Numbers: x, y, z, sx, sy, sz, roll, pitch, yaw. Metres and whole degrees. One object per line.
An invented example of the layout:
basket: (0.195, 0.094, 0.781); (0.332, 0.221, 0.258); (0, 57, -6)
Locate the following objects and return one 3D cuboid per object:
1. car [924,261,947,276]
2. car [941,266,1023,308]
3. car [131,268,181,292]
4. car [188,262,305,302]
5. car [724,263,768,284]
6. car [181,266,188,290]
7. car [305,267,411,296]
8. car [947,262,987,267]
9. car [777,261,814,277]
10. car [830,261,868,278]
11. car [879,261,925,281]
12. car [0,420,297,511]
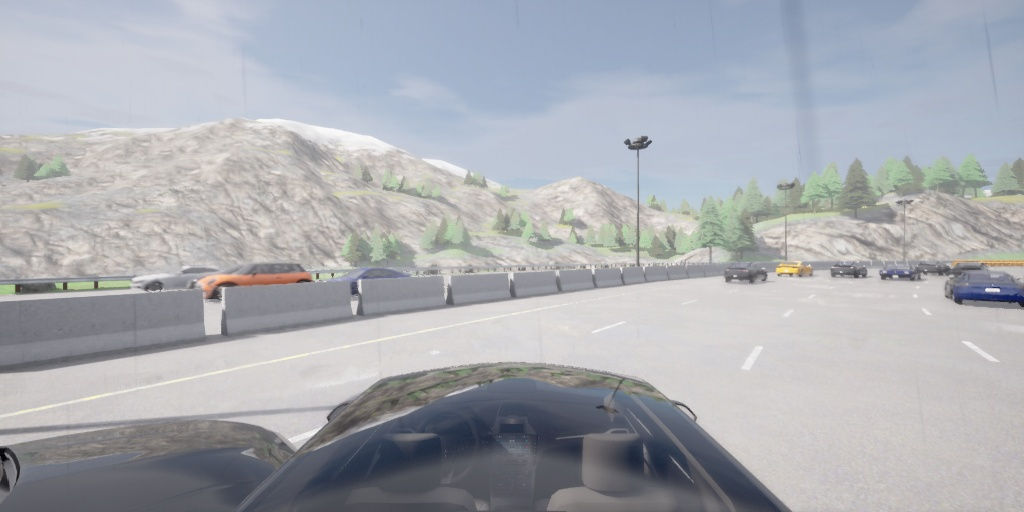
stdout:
car: (43.308, 1.242, 36.891); (4.902, 1.511, 2.128); (0, 0, -31)
car: (20.317, 1.314, 15.423); (4.181, 1.385, 1.994); (0, 0, -43)
car: (-18.288, 1.276, 20.398); (1.812, 1.442, 4.674); (0, 0, 39)
car: (-12.011, 1.102, 16.999); (2.097, 1.767, 4.553); (0, 0, 40)
car: (17.824, 1.241, 27.253); (4.902, 1.511, 2.128); (0, 0, -41)
car: (-14.449, 1.255, 19.561); (1.837, 1.490, 4.892); (0, 0, 40)
car: (-7.062, 1.276, 17.473); (1.812, 1.442, 4.674); (0, 0, 41)
car: (35.775, 1.252, 27.914); (4.892, 1.490, 1.837); (1, -1, -35)
car: (27.688, 1.228, 35.027); (5.008, 1.535, 1.882); (0, 0, -36)
car: (31.370, 1.242, 33.367); (4.902, 1.511, 2.128); (0, 0, -35)
car: (32.282, 1.351, 29.744); (4.718, 1.301, 1.895); (0, 0, -35)
car: (-2.983, 1.255, 0.554); (4.892, 1.490, 1.837); (0, 0, -45)
